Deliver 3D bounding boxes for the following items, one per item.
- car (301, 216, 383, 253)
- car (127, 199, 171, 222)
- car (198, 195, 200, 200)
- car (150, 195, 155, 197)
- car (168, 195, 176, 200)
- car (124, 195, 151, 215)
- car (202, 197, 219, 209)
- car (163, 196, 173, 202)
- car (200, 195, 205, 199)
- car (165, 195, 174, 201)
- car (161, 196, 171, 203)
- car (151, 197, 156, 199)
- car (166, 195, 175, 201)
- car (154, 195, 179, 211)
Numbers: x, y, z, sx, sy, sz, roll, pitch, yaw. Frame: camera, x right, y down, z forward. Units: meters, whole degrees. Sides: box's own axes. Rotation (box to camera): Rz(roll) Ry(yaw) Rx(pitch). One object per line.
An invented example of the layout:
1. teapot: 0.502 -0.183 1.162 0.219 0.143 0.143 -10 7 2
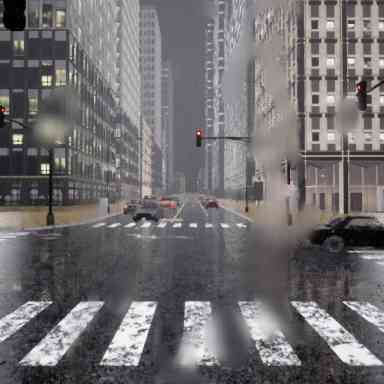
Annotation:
1. car: 6.724 1.596 12.713 4.718 1.301 1.895 0 -1 12
2. car: -3.274 1.557 26.418 2.033 1.411 5.357 0 0 4
3. car: 2.692 1.590 61.739 1.947 1.339 4.313 1 0 0
4. car: -5.680 1.332 44.943 2.192 1.841 5.009 1 0 0
5. car: -5.694 1.605 95.119 1.947 1.339 4.313 1 0 0
6. car: -5.680 1.453 33.792 1.967 1.590 4.097 1 0 0
7. car: 2.695 1.599 45.006 1.802 1.307 4.206 1 0 0
8. car: -5.690 1.582 78.393 2.008 1.369 4.403 1 0 0
9. car: 2.695 1.547 56.332 1.752 1.417 4.829 1 0 0
10. car: -5.692 1.578 83.969 1.887 1.381 4.507 1 0 0
11. car: -5.689 1.573 72.818 1.887 1.381 4.507 1 0 0
12. car: -5.684 1.597 39.367 1.802 1.307 4.206 1 0 0
13. car: -5.693 1.587 89.544 2.008 1.369 4.403 1 0 0
14. car: -3.103 1.367 41.661 2.097 1.767 4.553 0 0 0
